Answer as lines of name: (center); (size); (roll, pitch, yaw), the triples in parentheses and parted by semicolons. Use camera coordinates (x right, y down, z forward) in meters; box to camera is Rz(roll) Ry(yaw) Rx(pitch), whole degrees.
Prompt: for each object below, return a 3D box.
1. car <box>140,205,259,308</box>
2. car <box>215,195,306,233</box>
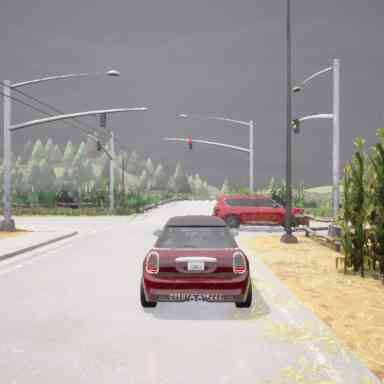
car: (0.096, 1.352, 8.091); (2.097, 1.767, 4.553); (0, 0, 1)
car: (3.917, 1.222, 19.586); (5.566, 2.045, 2.150); (0, 1, 8)
